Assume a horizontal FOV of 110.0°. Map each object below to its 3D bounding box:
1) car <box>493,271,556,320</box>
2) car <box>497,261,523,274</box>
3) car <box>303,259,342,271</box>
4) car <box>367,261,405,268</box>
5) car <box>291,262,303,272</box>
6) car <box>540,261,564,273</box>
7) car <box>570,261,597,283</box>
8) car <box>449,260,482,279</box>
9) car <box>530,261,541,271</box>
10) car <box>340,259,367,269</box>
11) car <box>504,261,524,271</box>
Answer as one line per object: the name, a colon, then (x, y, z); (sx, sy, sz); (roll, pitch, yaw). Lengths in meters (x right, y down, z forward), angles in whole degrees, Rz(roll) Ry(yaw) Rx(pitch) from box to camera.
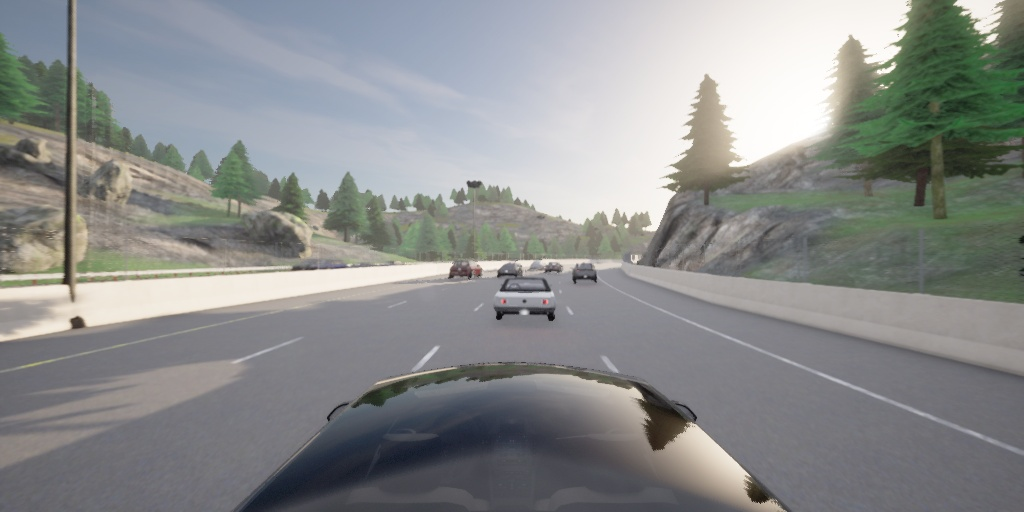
car: (0.505, 1.380, 12.779); (1.895, 1.301, 4.718); (0, 0, 3)
car: (-0.150, 1.396, 35.659); (1.994, 1.385, 4.181); (0, 0, 11)
car: (-20.752, 1.116, 40.633); (2.097, 1.767, 4.553); (0, 0, 11)
car: (-13.690, 1.282, 40.360); (2.128, 1.511, 4.902); (0, 0, 12)
car: (-23.900, 1.109, 42.771); (2.097, 1.767, 4.553); (0, 0, 12)
car: (5.334, 1.423, 45.073); (2.033, 1.411, 5.357); (0, 0, 15)
car: (5.785, 1.330, 28.901); (2.128, 1.511, 4.902); (0, 0, 8)
car: (-4.168, 1.161, 33.000); (2.097, 1.767, 4.553); (0, 0, 9)
car: (3.898, 1.414, 52.978); (1.812, 1.442, 4.674); (0, 0, 16)
car: (-17.134, 1.343, 40.969); (1.994, 1.385, 4.181); (0, 0, 12)
car: (0.336, 1.440, 53.215); (1.994, 1.385, 4.181); (0, 0, 15)
